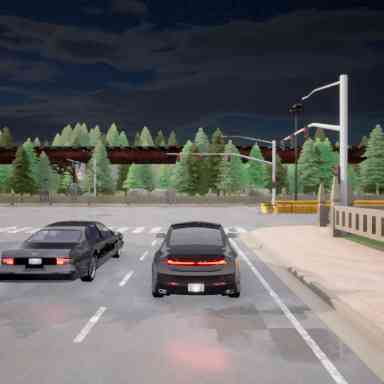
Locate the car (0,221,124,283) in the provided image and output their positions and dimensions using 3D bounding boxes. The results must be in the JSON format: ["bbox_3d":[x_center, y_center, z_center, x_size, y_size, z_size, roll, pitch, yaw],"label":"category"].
[{"bbox_3d":[-3.383,1.547,9.709,2.033,1.411,5.357,0,0,0],"label":"car"}]

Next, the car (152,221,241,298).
[{"bbox_3d":[0.103,1.505,8.519,1.837,1.490,4.892,0,0,1],"label":"car"}]
